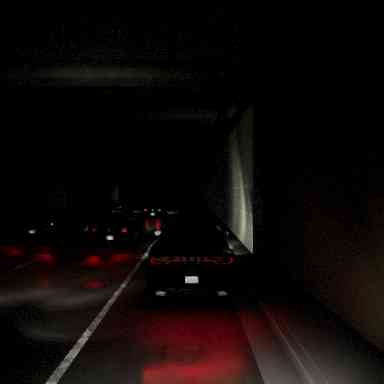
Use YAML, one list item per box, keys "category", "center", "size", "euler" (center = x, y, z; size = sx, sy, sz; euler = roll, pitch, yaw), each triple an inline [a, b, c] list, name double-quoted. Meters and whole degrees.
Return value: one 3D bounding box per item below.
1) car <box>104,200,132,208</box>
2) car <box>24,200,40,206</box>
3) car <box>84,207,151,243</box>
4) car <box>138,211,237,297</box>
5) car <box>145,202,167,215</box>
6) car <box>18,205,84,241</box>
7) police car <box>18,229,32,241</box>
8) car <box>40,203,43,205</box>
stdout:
- category: "car"
  center: [-6.876, 1.493, 31.252]
  size: [2.128, 1.511, 4.902]
  euler: [0, 0, 0]
- category: "car"
  center: [-17.416, 1.564, 35.287]
  size: [1.994, 1.385, 4.181]
  euler: [0, 0, 0]
- category: "car"
  center: [-3.380, 1.601, 15.996]
  size: [1.895, 1.301, 4.718]
  euler: [0, 0, 0]
- category: "car"
  center: [-0.006, 1.477, 8.650]
  size: [1.882, 1.535, 5.008]
  euler: [0, 0, 0]
- category: "car"
  center: [-3.380, 1.601, 30.997]
  size: [1.895, 1.301, 4.718]
  euler: [0, 0, 0]
- category: "car"
  center: [-6.871, 1.525, 16.650]
  size: [1.812, 1.442, 4.674]
  euler: [0, 0, 1]
- category: "police car"
  center: [-3.396, 1.425, 2.357]
  size: [1.930, 1.638, 5.238]
  euler: [0, 0, 0]
- category: "car"
  center: [-13.914, 1.565, 35.336]
  size: [1.994, 1.385, 4.181]
  euler: [0, 0, 0]
